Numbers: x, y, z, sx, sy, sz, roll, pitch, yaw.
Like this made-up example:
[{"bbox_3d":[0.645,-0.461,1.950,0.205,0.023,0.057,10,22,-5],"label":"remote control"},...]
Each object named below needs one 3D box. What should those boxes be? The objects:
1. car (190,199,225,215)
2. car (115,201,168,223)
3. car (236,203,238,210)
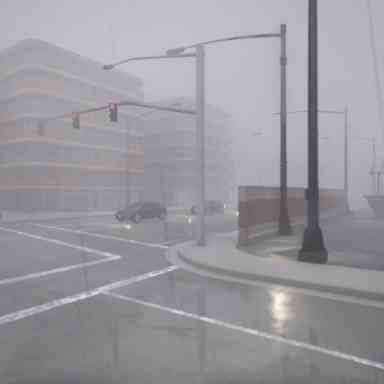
[{"bbox_3d":[1.677,1.533,34.414,1.837,1.490,4.892,0,0,35],"label":"car"},{"bbox_3d":[-3.913,1.533,26.290,1.837,1.490,4.892,0,0,35],"label":"car"},{"bbox_3d":[7.442,1.629,42.781,1.895,1.301,4.718,0,0,35],"label":"car"}]
